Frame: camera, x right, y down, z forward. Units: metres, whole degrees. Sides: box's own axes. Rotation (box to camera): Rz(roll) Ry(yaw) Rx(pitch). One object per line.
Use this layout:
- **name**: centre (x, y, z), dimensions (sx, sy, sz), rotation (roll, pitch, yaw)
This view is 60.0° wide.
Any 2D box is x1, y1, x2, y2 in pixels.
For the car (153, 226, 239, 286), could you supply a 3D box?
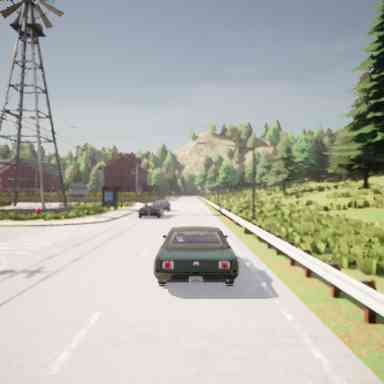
- **car**: centre (0.096, 1.601, 9.385), dimensions (1.895, 1.301, 4.718), rotation (0, 0, 0)

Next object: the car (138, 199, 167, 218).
- **car**: centre (-3.591, 1.602, 29.805), dimensions (1.895, 1.301, 4.718), rotation (0, 0, 0)

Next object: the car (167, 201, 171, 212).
- **car**: centre (-3.559, 1.565, 39.411), dimensions (1.994, 1.385, 4.181), rotation (0, 0, 1)
